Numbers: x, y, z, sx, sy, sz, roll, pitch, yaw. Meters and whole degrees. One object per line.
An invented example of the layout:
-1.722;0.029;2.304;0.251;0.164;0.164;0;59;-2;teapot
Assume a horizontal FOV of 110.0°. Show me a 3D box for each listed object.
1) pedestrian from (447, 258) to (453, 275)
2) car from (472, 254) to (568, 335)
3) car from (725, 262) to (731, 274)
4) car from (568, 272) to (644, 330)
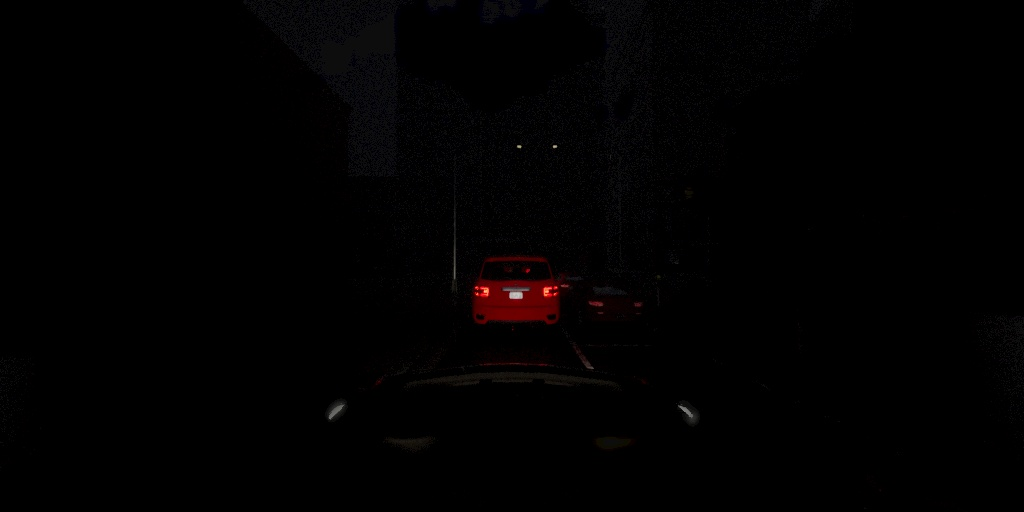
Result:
-6.701;1.069;38.487;0.375;1.860;0.375;0;-1;0;pedestrian
0.120;0.978;10.679;2.150;2.045;5.566;0;0;1;car
24.123;0.812;35.348;5.566;2.045;2.150;0;-1;0;car
2.667;1.339;10.933;1.802;1.307;4.207;0;0;0;car
